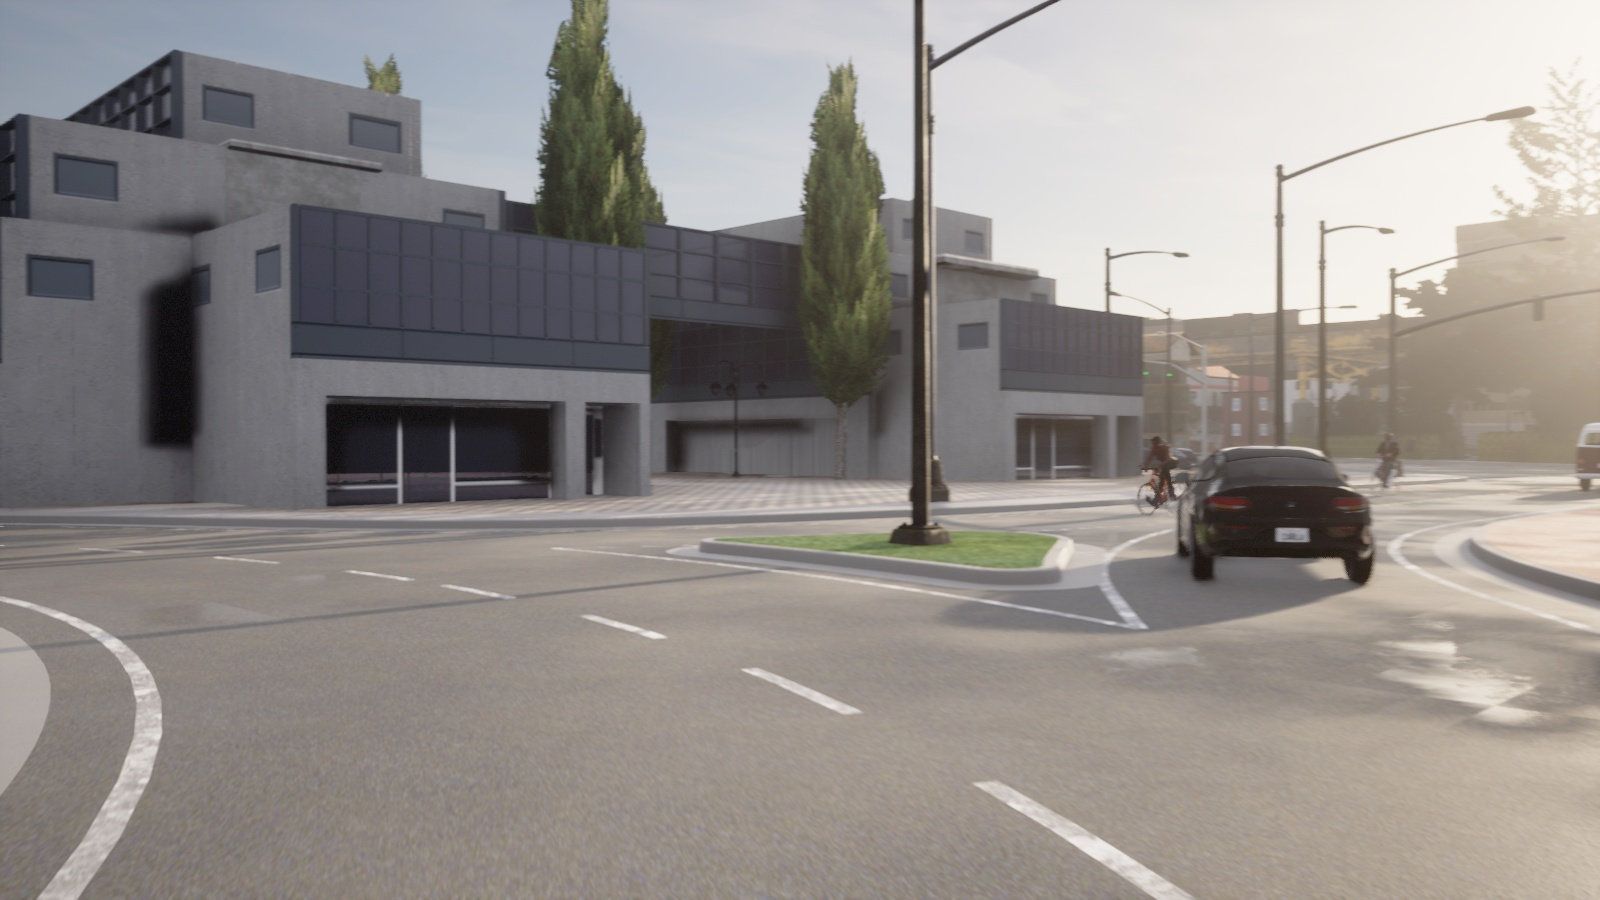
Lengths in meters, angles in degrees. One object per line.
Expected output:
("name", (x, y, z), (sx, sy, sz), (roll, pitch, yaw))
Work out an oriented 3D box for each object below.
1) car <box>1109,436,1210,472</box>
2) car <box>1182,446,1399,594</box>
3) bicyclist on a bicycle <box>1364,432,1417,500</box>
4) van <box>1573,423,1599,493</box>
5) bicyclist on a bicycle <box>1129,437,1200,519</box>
("car", (18.505, 0.170, 64.816), (2.097, 1.767, 4.553), (0, 1, -45))
("car", (5.564, 0.682, 14.793), (1.812, 1.442, 4.674), (0, 0, 14))
("bicyclist on a bicycle", (15.814, 0.410, 33.604), (1.843, 1.776, 0.659), (0, 0, -44))
("van", (25.059, 0.229, 37.732), (4.480, 2.038, 2.069), (0, 0, -44))
("bicyclist on a bicycle", (7.460, 0.546, 25.683), (1.656, 1.620, 0.582), (-1, 0, -41))
